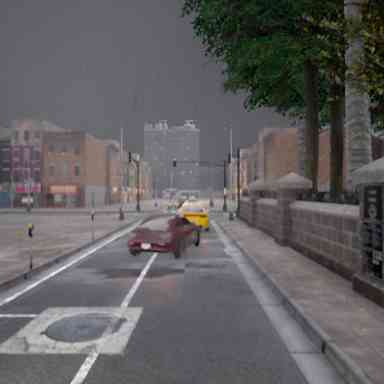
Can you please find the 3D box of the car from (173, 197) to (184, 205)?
[{"bbox_3d":[-2.539,1.758,63.614,1.752,1.417,4.829,0,0,0],"label":"car"}]

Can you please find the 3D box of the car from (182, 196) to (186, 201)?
[{"bbox_3d":[-2.557,1.505,52.881,2.192,1.841,5.009,0,0,0],"label":"car"}]

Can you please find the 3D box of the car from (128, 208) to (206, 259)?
[{"bbox_3d":[-0.920,1.570,12.884,1.812,1.442,4.674,0,0,14],"label":"car"}]

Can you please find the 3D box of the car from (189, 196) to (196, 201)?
[{"bbox_3d":[0.139,1.734,88.398,1.994,1.385,4.181,0,0,0],"label":"car"}]

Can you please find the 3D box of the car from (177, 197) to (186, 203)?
[{"bbox_3d":[-2.513,1.849,80.140,2.008,1.369,4.403,0,0,0],"label":"car"}]

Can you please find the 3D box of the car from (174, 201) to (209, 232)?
[{"bbox_3d":[0.079,1.550,20.947,1.882,1.535,5.008,0,0,1],"label":"car"}]

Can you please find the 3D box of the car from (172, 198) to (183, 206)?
[{"bbox_3d":[-2.547,1.793,58.332,1.802,1.307,4.206,0,0,0],"label":"car"}]

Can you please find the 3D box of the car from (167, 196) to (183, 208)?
[{"bbox_3d":[-2.565,1.694,47.258,1.752,1.417,4.829,0,0,0],"label":"car"}]

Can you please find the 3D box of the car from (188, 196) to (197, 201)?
[{"bbox_3d":[0.124,1.880,78.422,1.895,1.301,4.718,0,0,0],"label":"car"}]
